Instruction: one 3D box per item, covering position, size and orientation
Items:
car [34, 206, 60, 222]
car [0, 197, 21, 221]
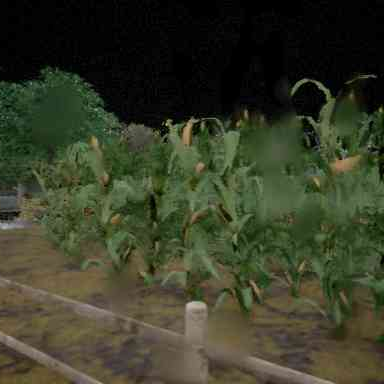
[{"bbox_3d":[-10.268,1.790,27.393,1.895,1.301,4.718,-1,-2,36],"label":"car"},{"bbox_3d":[-16.176,1.404,25.524,2.150,2.045,5.566,-1,-2,36],"label":"car"}]
